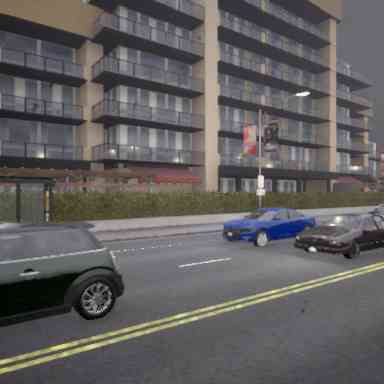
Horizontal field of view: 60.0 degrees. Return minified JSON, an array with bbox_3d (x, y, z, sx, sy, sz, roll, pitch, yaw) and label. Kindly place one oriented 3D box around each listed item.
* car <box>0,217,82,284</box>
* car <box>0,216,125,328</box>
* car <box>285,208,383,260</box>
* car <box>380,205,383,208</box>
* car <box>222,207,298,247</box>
[{"bbox_3d":[-5.492,1.526,8.671,4.674,1.442,1.812,0,0,-36],"label":"car"},{"bbox_3d":[-3.574,1.352,5.738,4.553,1.767,2.097,0,0,-35],"label":"car"},{"bbox_3d":[6.228,1.547,12.736,5.357,1.411,2.033,0,0,-35],"label":"car"},{"bbox_3d":[13.782,1.490,22.460,4.902,1.511,2.128,0,0,-36],"label":"car"},{"bbox_3d":[3.615,1.477,15.173,5.008,1.535,1.882,0,0,-36],"label":"car"}]
